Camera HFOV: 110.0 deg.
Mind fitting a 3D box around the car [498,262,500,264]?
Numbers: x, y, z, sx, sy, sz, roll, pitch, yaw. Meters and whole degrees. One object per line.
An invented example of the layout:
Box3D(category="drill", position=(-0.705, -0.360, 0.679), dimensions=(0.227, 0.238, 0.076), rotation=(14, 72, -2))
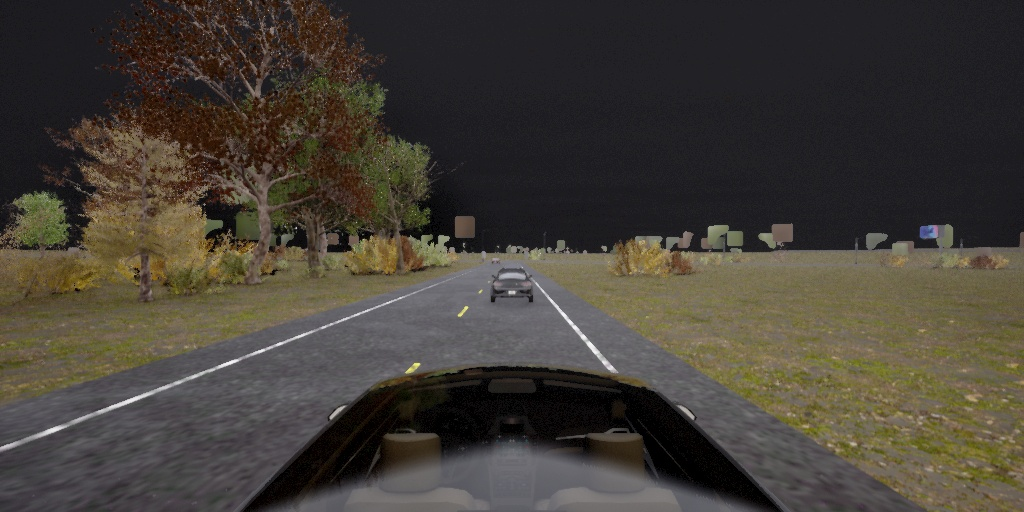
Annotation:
Box3D(category="car", position=(0.000, 1.351, 31.532), dimensions=(1.895, 1.301, 4.718), rotation=(0, 0, 0))

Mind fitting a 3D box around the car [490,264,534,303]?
Box3D(category="car", position=(0.000, 1.276, 16.501), dimensions=(1.812, 1.442, 4.674), rotation=(0, 0, 0))
